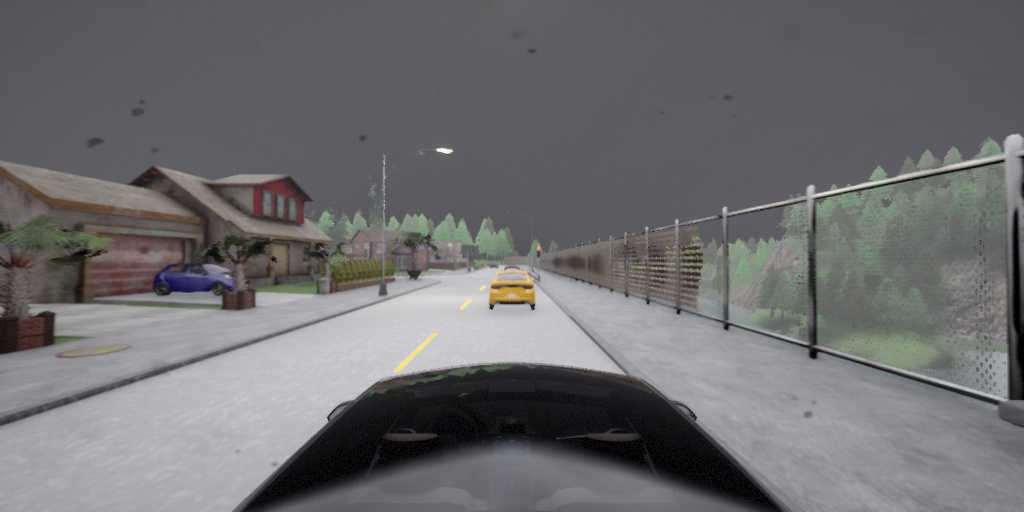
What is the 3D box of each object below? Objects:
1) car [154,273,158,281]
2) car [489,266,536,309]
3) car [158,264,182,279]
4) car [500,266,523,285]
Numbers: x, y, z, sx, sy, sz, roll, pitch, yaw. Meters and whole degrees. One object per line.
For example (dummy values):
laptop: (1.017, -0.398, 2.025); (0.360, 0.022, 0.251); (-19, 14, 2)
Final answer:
car: (-42.492, 1.389, 38.908); (5.566, 2.045, 2.150); (0, -1, 0)
car: (0.021, 1.386, 16.081); (1.882, 1.535, 5.008); (0, 0, 1)
car: (-43.543, 1.428, 42.915); (5.566, 2.045, 2.150); (0, -1, 0)
car: (0.005, 1.596, 30.723); (1.812, 1.442, 4.674); (0, 0, 0)
